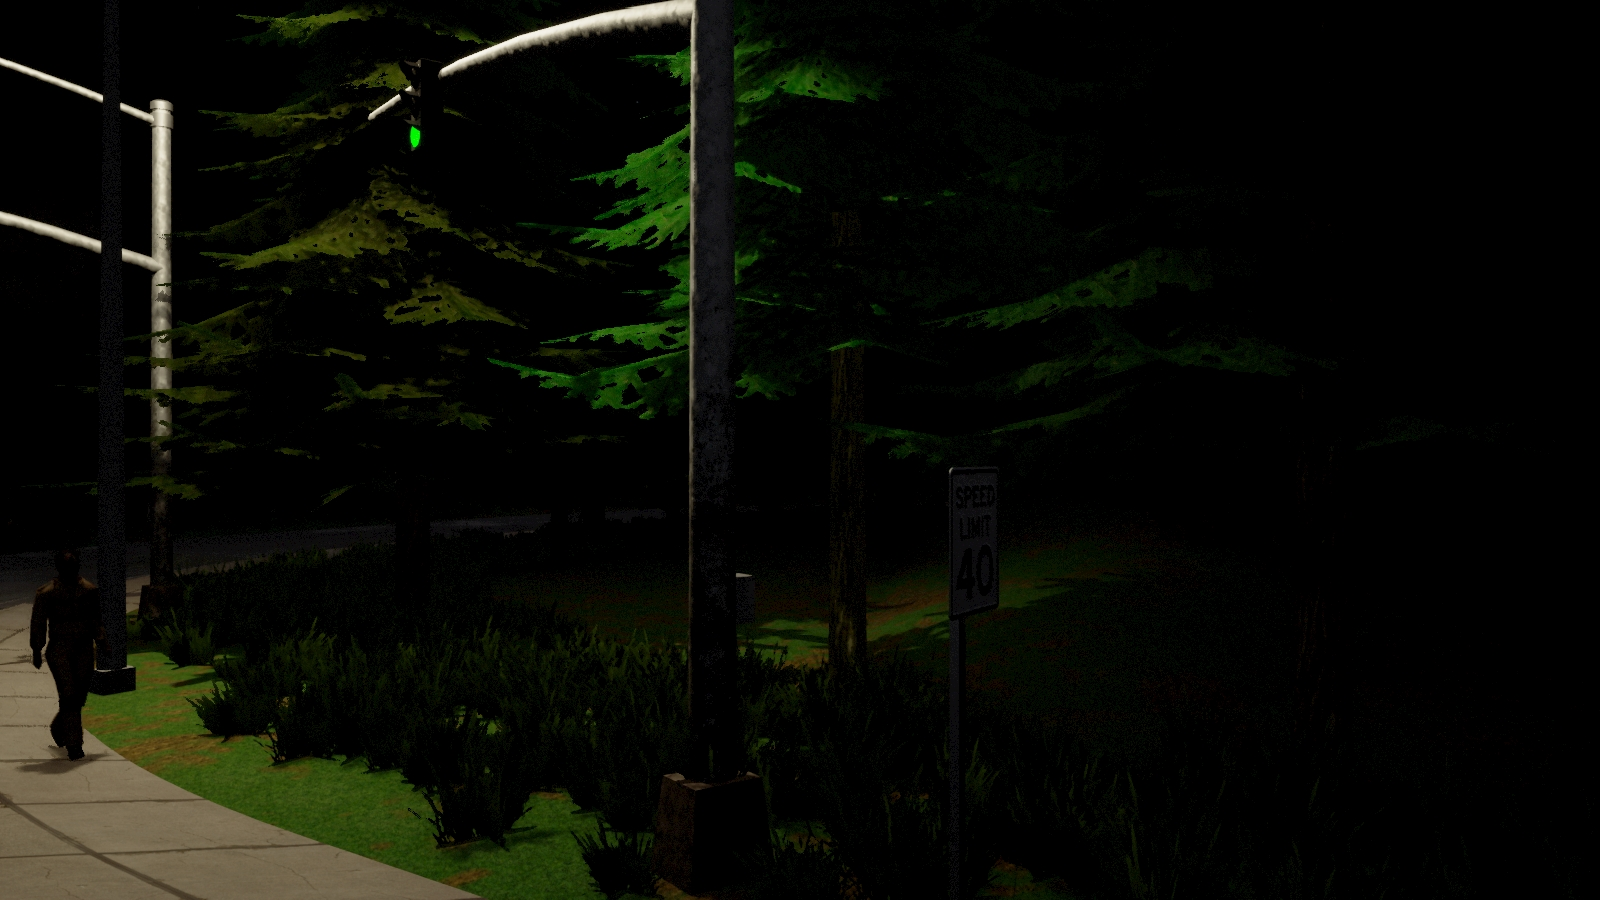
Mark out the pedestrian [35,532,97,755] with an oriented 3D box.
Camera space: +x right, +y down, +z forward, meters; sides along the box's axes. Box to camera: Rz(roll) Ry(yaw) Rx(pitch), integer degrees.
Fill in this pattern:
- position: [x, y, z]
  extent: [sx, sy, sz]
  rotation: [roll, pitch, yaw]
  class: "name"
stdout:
- position: [-6.415, 1.671, 9.992]
  extent: [0.375, 1.860, 0.375]
  rotation: [0, 0, 43]
  class: "pedestrian"
